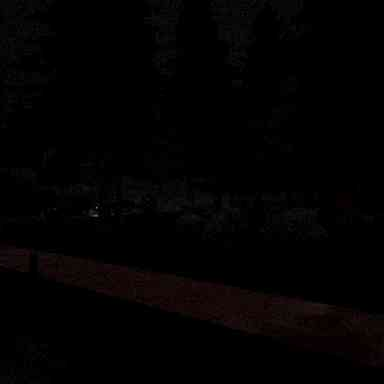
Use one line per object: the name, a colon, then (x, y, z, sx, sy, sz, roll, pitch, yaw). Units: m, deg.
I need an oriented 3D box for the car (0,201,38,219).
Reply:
car: (-14.350, 1.438, 27.422, 1.895, 1.301, 4.718, 0, 0, 35)

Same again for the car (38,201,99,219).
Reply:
car: (-9.905, 1.401, 27.308, 1.994, 1.385, 4.181, 0, 0, 35)

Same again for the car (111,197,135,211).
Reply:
car: (-8.295, 1.329, 35.907, 2.128, 1.511, 4.902, 0, 0, 36)

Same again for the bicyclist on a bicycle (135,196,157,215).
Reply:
bicyclist on a bicycle: (-4.091, 1.141, 28.441, 1.656, 1.620, 0.582, 0, 0, 15)

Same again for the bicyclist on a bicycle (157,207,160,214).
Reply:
bicyclist on a bicycle: (-3.529, 1.142, 28.924, 1.656, 1.620, 0.582, 0, 0, 22)
